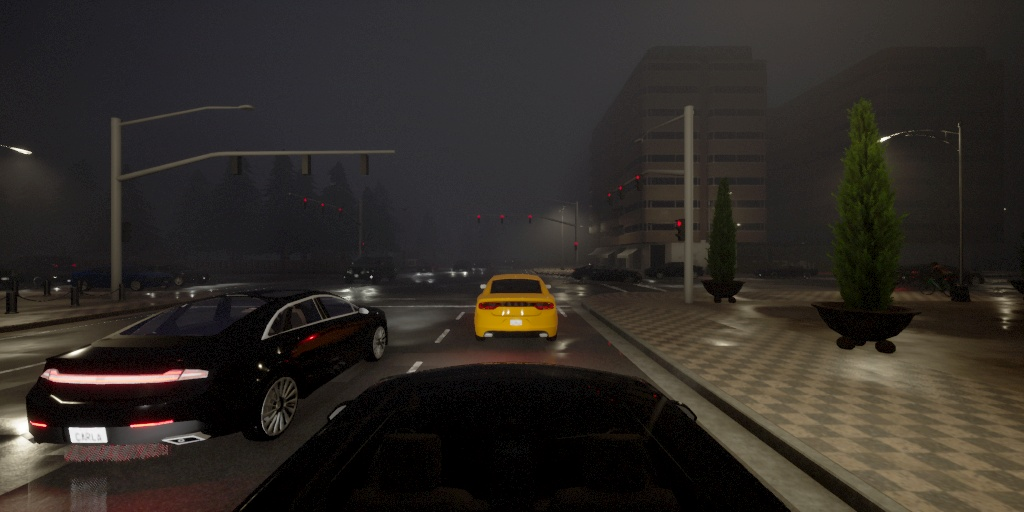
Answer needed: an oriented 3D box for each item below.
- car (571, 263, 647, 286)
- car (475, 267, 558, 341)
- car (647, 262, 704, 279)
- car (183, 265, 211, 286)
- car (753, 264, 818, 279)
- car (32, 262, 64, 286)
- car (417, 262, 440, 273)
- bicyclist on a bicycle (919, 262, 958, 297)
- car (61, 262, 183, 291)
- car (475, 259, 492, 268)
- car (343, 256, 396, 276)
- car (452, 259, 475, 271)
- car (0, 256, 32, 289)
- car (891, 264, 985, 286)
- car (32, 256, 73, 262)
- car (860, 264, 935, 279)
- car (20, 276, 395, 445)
[{"bbox_3d":[6.690,1.281,25.674,4.902,1.511,2.128,1,0,9],"label":"car"},{"bbox_3d":[0.104,1.228,9.922,1.882,1.535,5.008,0,0,0],"label":"car"},{"bbox_3d":[14.639,1.283,32.510,5.008,1.535,1.882,0,0,0],"label":"car"},{"bbox_3d":[-24.023,1.310,25.209,4.892,1.490,1.837,0,0,1],"label":"car"},{"bbox_3d":[24.715,1.406,32.539,4.718,1.301,1.895,0,0,0],"label":"car"},{"bbox_3d":[-33.765,1.353,25.168,5.357,1.411,2.033,0,0,0],"label":"car"},{"bbox_3d":[-10.358,1.351,44.577,1.895,1.301,4.718,0,0,2],"label":"car"},{"bbox_3d":[20.283,1.106,17.043,0.582,1.620,1.656,0,0,0],"label":"bicyclist on a bicycle"},{"bbox_3d":[-23.438,1.283,21.699,5.008,1.535,1.882,0,0,0],"label":"car"},{"bbox_3d":[-4.858,1.254,60.233,1.837,1.490,4.892,0,0,18],"label":"car"},{"bbox_3d":[-10.541,1.000,27.079,2.150,2.045,5.566,0,0,0],"label":"car"},{"bbox_3d":[-6.668,1.228,48.411,1.882,1.535,5.008,0,0,3],"label":"car"},{"bbox_3d":[-33.373,1.027,21.671,5.566,2.045,2.150,0,0,0],"label":"car"},{"bbox_3d":[30.188,1.308,25.360,4.892,1.490,1.837,1,0,0],"label":"car"},{"bbox_3d":[-42.893,1.027,32.340,5.566,2.045,2.150,0,0,0],"label":"car"},{"bbox_3d":[34.915,1.406,32.560,4.718,1.301,1.895,0,0,0],"label":"car"},{"bbox_3d":[-3.424,1.242,5.339,2.128,1.511,4.902,0,0,0],"label":"car"}]
